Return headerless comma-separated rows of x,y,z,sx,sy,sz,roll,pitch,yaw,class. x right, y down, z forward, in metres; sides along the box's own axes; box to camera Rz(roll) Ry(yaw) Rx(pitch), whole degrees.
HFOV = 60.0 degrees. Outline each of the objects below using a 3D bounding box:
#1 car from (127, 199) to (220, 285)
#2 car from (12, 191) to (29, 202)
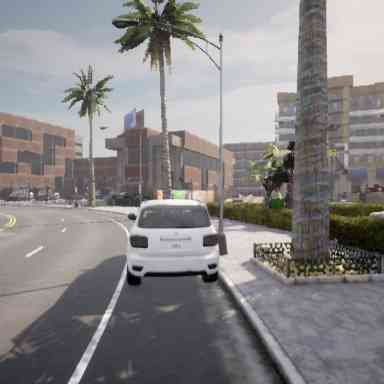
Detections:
-0.675,1.217,9.688,2.150,2.045,5.566,0,0,-7,car
-37.893,1.211,71.704,4.553,1.767,2.185,0,0,21,car
